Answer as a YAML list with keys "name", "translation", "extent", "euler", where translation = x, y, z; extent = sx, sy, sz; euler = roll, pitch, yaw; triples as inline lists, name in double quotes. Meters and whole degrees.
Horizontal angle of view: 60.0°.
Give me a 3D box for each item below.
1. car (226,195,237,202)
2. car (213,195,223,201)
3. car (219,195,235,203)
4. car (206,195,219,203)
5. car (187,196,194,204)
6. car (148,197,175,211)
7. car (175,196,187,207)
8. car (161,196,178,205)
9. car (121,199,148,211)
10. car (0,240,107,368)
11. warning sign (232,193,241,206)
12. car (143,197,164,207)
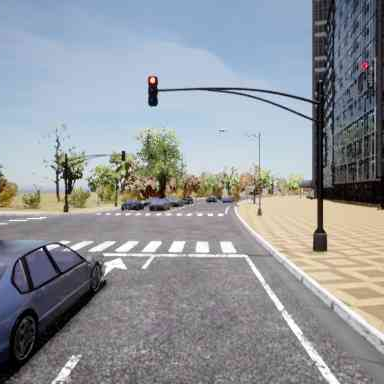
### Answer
- name: "car"
  translation: [9.646, 1.535, 80.386]
  extent: [2.128, 1.511, 4.902]
  euler: [0, 0, 14]
- name: "car"
  translation: [6.336, 1.381, 80.514]
  extent: [1.812, 1.442, 4.674]
  euler: [0, 0, 14]
- name: "car"
  translation: [7.492, 1.552, 70.085]
  extent: [2.033, 1.411, 5.357]
  euler: [0, 0, 12]
- name: "car"
  translation: [4.214, 1.549, 70.807]
  extent: [1.994, 1.385, 4.181]
  euler: [0, 0, 12]
- name: "car"
  translation: [-0.833, 1.503, 61.865]
  extent: [1.837, 1.490, 4.892]
  euler: [0, 0, 10]
- name: "car"
  translation: [-3.915, 1.542, 41.462]
  extent: [2.033, 1.411, 5.357]
  euler: [0, 0, 7]
- name: "car"
  translation: [-2.528, 1.543, 51.669]
  extent: [2.033, 1.411, 5.357]
  euler: [0, 0, 8]
- name: "car"
  translation: [-4.131, 1.543, 61.875]
  extent: [2.033, 1.411, 5.357]
  euler: [0, 0, 10]
- name: "car"
  translation: [-7.257, 1.557, 40.736]
  extent: [1.994, 1.385, 4.181]
  euler: [0, 0, 7]
- name: "car"
  translation: [-3.035, 1.546, 5.698]
  extent: [2.033, 1.411, 5.357]
  euler: [0, 0, 1]
- name: "warning sign"
  translation: [6.476, 1.115, 48.236]
  extent: [1.300, 1.860, 1.060]
  euler: [0, 0, 8]
- name: "car"
  translation: [-5.861, 1.541, 51.351]
  extent: [2.033, 1.411, 5.357]
  euler: [0, 0, 8]
